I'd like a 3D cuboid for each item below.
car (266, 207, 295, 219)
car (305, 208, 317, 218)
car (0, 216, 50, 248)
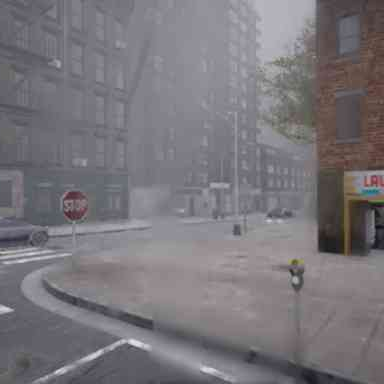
[{"bbox_3d":[10.943,2.546,40.568,2.033,1.411,5.357,-1,-2,36],"label":"car"},{"bbox_3d":[16.290,2.702,43.050,1.895,1.301,4.718,-1,-2,36],"label":"car"},{"bbox_3d":[-8.279,1.739,14.052,1.994,1.385,4.181,0,-2,36],"label":"car"}]
